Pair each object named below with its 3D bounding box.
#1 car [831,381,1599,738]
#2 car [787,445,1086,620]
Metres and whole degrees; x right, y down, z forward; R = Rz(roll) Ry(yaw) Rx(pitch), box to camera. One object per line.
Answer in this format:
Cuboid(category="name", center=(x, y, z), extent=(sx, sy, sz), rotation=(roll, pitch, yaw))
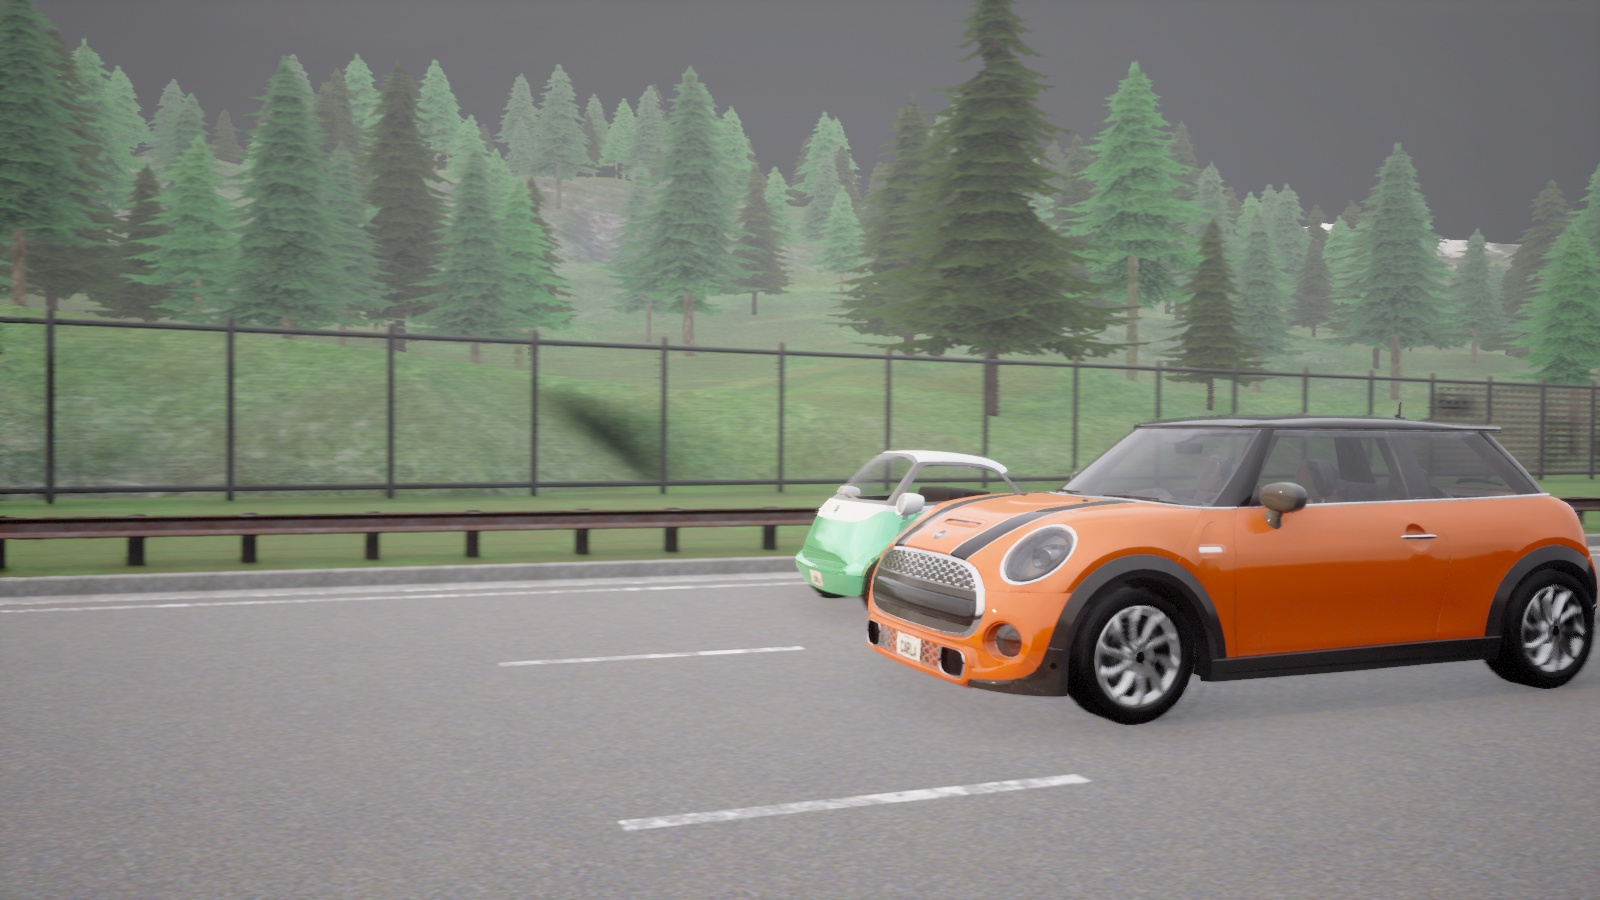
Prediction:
Cuboid(category="car", center=(2.709, 0.496, 8.009), extent=(4.553, 1.767, 2.097), rotation=(-1, 1, -21))
Cuboid(category="car", center=(1.178, 0.658, 11.174), extent=(2.207, 1.376, 1.481), rotation=(-1, 1, -21))
